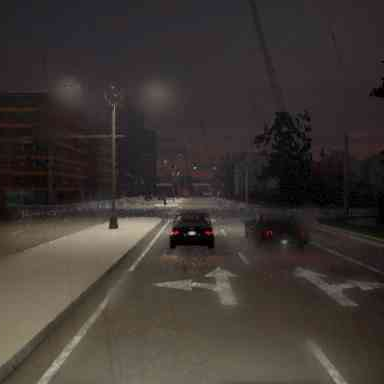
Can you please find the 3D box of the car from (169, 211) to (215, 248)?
[{"bbox_3d":[0.000,1.560,14.650,2.033,1.411,5.357,0,0,0],"label":"car"}]

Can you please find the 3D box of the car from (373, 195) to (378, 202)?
[{"bbox_3d":[29.924,1.165,55.931,1.970,1.475,3.806,0,0,0],"label":"car"}]

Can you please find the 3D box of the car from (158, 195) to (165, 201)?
[{"bbox_3d":[-8.000,1.475,88.133,2.128,1.511,4.902,0,0,0],"label":"car"}]

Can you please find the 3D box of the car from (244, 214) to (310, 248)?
[{"bbox_3d":[3.500,1.613,14.680,1.895,1.301,4.718,0,0,0],"label":"car"}]

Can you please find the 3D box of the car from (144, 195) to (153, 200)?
[{"bbox_3d":[-11.500,1.450,88.133,1.837,1.490,4.892,0,0,0],"label":"car"}]
